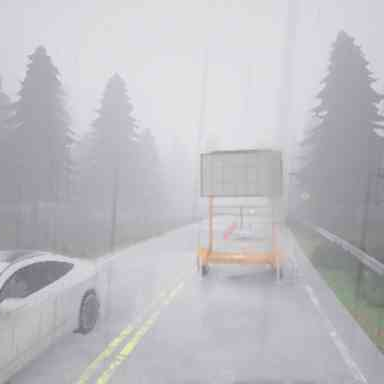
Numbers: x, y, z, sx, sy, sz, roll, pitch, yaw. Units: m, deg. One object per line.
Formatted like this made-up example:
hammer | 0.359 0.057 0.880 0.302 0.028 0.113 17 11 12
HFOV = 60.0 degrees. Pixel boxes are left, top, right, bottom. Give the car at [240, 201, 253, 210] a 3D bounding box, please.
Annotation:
car | 8.496 2.060 52.243 2.033 1.411 5.357 0 -1 5

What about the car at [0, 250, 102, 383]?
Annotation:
car | -2.767 1.584 4.337 1.812 1.442 4.674 -1 -1 9

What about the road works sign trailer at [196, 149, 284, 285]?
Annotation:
road works sign trailer | 1.481 0.550 9.937 2.380 3.560 2.880 -1 -1 13
